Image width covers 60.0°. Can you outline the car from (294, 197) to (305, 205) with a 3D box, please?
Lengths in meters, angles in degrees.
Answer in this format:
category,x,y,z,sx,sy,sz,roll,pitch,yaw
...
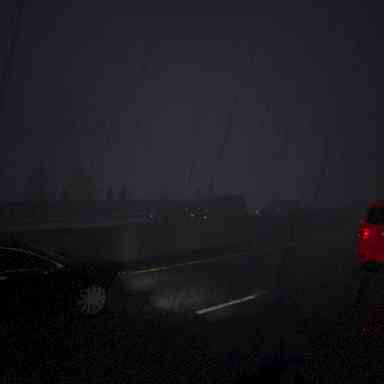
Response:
category,x,y,z,sx,sy,sz,roll,pitch,yaw
car,20.133,1.640,62.640,1.895,1.301,4.718,0,0,17

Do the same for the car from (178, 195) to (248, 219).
category,x,y,z,sx,sy,sz,roll,pitch,yaw
car,1.915,1.249,24.617,2.150,2.045,5.566,0,0,43

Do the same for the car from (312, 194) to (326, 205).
category,x,y,z,sx,sy,sz,roll,pitch,yaw
car,22.986,1.373,60.305,2.097,1.767,4.553,0,0,18

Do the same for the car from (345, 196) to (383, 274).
category,x,y,z,sx,sy,sz,roll,pitch,yaw
car,6.765,1.218,9.584,5.566,2.045,2.150,0,0,-42

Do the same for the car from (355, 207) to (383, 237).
category,x,y,z,sx,sy,sz,roll,pitch,yaw
car,10.878,1.599,18.574,1.895,1.301,4.718,0,0,43

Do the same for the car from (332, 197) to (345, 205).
category,x,y,z,sx,sy,sz,roll,pitch,yaw
car,27.006,1.570,61.141,2.033,1.411,5.357,0,0,16

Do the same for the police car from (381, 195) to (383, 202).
category,x,y,z,sx,sy,sz,roll,pitch,yaw
police car,45.028,1.412,75.180,1.930,1.638,5.238,0,0,6

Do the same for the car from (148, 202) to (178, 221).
category,x,y,z,sx,sy,sz,roll,pitch,yaw
car,-1.304,1.528,26.363,2.128,1.511,4.902,0,0,44

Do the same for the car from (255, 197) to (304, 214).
category,x,y,z,sx,sy,sz,roll,pitch,yaw
car,6.512,1.368,24.525,2.097,1.767,4.553,0,0,41

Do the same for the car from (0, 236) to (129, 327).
category,x,y,z,sx,sy,sz,roll,pitch,yaw
car,-3.482,1.521,5.717,4.892,1.490,1.837,0,0,-36
